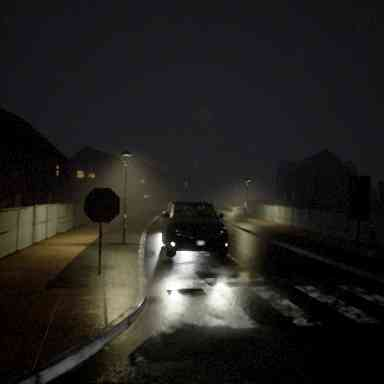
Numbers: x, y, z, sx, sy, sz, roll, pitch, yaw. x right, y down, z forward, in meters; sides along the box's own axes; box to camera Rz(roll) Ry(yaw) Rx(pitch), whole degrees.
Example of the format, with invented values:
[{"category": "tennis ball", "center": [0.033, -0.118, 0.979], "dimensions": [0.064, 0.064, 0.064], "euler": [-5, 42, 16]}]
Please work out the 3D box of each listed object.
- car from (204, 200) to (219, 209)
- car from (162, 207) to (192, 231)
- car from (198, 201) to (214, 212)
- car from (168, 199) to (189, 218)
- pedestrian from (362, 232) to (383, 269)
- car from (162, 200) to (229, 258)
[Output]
[{"category": "car", "center": [3.613, 2.250, 60.556], "dimensions": [2.033, 1.411, 5.357], "euler": [2, 0, 9]}, {"category": "car", "center": [-1.107, 1.870, 23.932], "dimensions": [1.895, 1.301, 4.718], "euler": [2, -1, -3]}, {"category": "car", "center": [2.196, 2.158, 50.084], "dimensions": [2.033, 1.411, 5.357], "euler": [2, 0, 6]}, {"category": "car", "center": [-1.423, 1.764, 36.981], "dimensions": [2.097, 1.767, 4.553], "euler": [2, 0, 1]}, {"category": "pedestrian", "center": [5.560, 1.404, 10.202], "dimensions": [0.375, 1.860, 0.375], "euler": [1, 0, -9]}, {"category": "car", "center": [-0.053, 1.367, 13.766], "dimensions": [2.150, 2.045, 5.566], "euler": [2, -1, -8]}]
